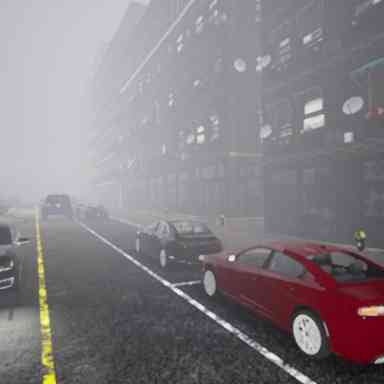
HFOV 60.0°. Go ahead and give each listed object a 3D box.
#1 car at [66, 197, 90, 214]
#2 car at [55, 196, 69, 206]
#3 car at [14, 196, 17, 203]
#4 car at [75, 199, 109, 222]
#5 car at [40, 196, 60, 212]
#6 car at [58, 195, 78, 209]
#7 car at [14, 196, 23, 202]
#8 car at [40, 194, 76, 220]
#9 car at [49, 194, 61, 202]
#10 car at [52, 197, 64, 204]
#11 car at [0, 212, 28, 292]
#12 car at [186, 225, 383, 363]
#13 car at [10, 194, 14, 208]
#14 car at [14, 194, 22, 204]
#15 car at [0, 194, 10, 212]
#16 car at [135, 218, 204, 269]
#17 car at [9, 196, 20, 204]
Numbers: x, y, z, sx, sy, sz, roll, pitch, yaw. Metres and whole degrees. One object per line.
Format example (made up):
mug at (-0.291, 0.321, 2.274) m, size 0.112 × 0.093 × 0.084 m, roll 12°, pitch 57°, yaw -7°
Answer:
car at (-12.403, 1.426, 35.971) m, size 1.967 × 1.590 × 4.097 m, roll 1°, pitch -1°, yaw -25°
car at (-21.877, 1.456, 55.965) m, size 1.967 × 1.590 × 4.097 m, roll 1°, pitch -1°, yaw -25°
car at (-26.643, 1.587, 47.668) m, size 1.947 × 1.339 × 4.313 m, roll 1°, pitch -1°, yaw -25°
car at (-7.695, 1.523, 25.962) m, size 1.887 × 1.381 × 4.507 m, roll 1°, pitch -1°, yaw -25°
car at (-17.142, 1.349, 40.128) m, size 2.097 × 1.767 × 4.553 m, roll 0°, pitch 0°, yaw -25°
car at (-17.156, 1.312, 45.960) m, size 2.192 × 1.841 × 5.009 m, roll 1°, pitch -1°, yaw -25°
car at (-43.154, 1.716, 82.685) m, size 1.802 × 1.307 × 4.206 m, roll 1°, pitch -1°, yaw -25°
car at (-11.408, 1.201, 27.984) m, size 2.150 × 2.045 × 5.566 m, roll 0°, pitch -1°, yaw -25°
car at (-31.311, 1.391, 75.979) m, size 2.192 × 1.841 × 5.009 m, roll 1°, pitch -1°, yaw -25°
car at (-26.597, 1.623, 65.970) m, size 1.802 × 1.307 × 4.206 m, roll 1°, pitch -1°, yaw -25°
car at (-5.370, 1.498, 8.520) m, size 1.837 × 1.490 × 4.892 m, roll 0°, pitch 0°, yaw -25°
car at (1.740, 1.532, 5.950) m, size 1.887 × 1.381 × 4.507 m, roll 1°, pitch -1°, yaw -25°
car at (-21.919, 1.322, 37.665) m, size 2.192 × 1.841 × 5.009 m, roll 1°, pitch -1°, yaw -25°
car at (-33.713, 1.373, 62.676) m, size 2.192 × 1.841 × 5.009 m, roll 1°, pitch -1°, yaw -25°
car at (-19.561, 1.317, 32.663) m, size 2.192 × 1.841 × 5.009 m, roll 1°, pitch -1°, yaw -25°
car at (-0.619, 1.533, 10.954) m, size 2.008 × 1.369 × 4.403 m, roll 1°, pitch -1°, yaw -25°
car at (-36.077, 1.619, 67.677) m, size 1.887 × 1.381 × 4.507 m, roll 1°, pitch -1°, yaw -25°
